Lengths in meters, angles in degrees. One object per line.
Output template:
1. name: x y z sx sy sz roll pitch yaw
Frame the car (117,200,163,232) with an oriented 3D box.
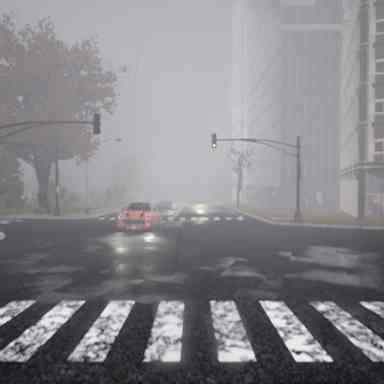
1. car: -3.287 1.376 21.023 2.097 1.767 4.553 0 1 0

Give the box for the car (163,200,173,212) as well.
1. car: -3.338 1.759 41.785 2.033 1.411 5.357 0 0 0
